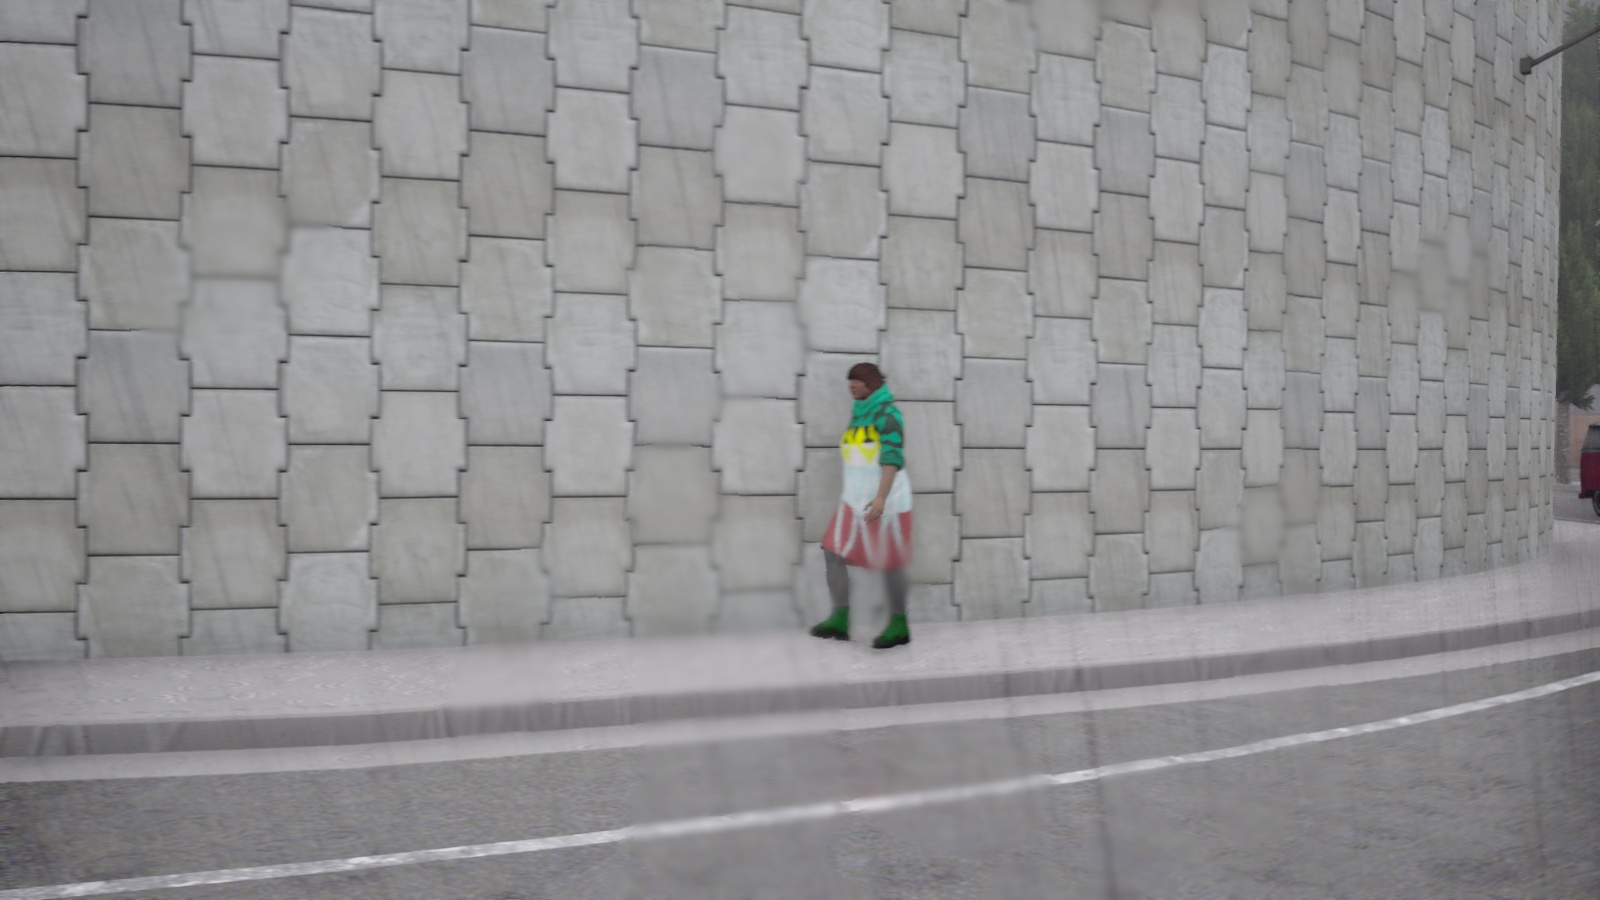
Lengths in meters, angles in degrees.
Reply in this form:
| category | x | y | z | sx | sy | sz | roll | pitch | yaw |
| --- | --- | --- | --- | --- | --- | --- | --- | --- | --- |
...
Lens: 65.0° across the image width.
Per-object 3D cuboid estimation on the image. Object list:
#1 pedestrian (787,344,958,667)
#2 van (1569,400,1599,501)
| category | x | y | z | sx | sy | sz | roll | pitch | yaw |
| --- | --- | --- | --- | --- | --- | --- | --- | --- | --- |
| pedestrian | 0.460 | 0.328 | 8.088 | 0.873 | 1.952 | 0.659 | -1 | 1 | -25 |
| van | 16.640 | 0.014 | 23.516 | 1.775 | 1.987 | 4.442 | -1 | 1 | 0 |
